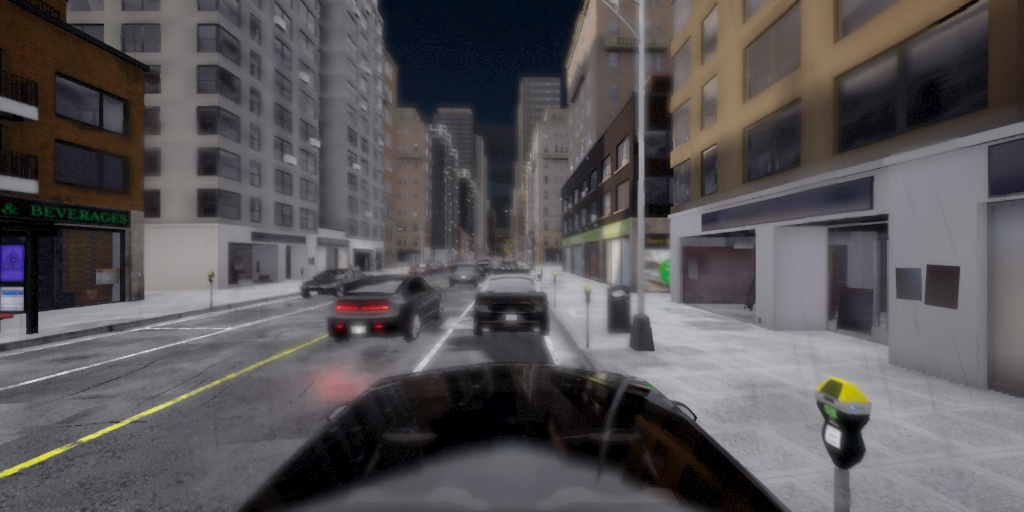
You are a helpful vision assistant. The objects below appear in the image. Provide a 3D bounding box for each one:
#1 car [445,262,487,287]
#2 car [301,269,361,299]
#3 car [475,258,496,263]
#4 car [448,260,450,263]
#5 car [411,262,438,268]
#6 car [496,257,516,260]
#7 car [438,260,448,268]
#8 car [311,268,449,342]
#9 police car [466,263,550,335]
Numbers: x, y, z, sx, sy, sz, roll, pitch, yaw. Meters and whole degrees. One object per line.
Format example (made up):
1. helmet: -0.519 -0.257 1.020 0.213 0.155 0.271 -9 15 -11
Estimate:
1. car: -3.075 1.314 24.828 1.994 1.385 4.181 0 0 0
2. car: -8.813 1.316 18.202 1.948 1.339 4.313 0 0 0
3. car: -3.077 1.256 39.610 1.837 1.490 4.892 0 0 0
4. car: -6.206 1.352 42.633 1.895 1.301 4.718 0 0 0
5. car: -8.813 1.333 34.778 1.802 1.307 4.207 0 0 0
6. car: -0.287 1.066 40.309 2.192 1.841 5.009 0 0 0
7. car: -8.813 1.317 40.303 1.948 1.339 4.313 0 0 0
8. car: -3.146 1.256 9.769 1.837 1.490 4.892 0 0 0
9. police car: -0.012 1.175 10.610 1.930 1.638 5.238 0 0 0
